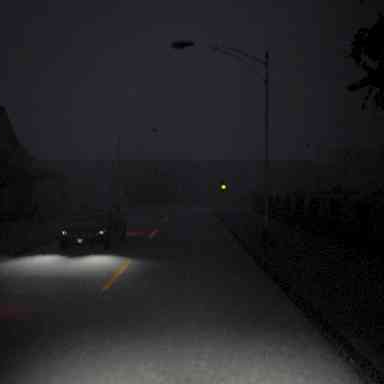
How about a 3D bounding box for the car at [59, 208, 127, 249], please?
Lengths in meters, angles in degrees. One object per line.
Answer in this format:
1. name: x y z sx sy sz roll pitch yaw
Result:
1. car: -4.004 1.451 14.197 1.812 1.442 4.674 0 0 0
